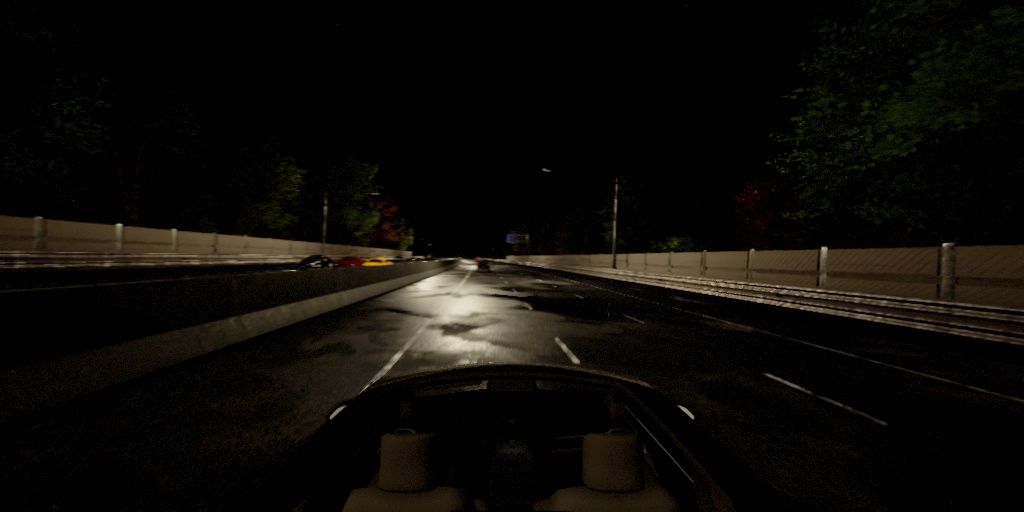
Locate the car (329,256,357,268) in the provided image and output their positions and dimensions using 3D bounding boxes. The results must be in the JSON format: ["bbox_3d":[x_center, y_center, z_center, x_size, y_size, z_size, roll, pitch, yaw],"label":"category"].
[{"bbox_3d":[-17.009,0.783,37.928,1.882,1.535,5.008,2,0,-5],"label":"car"}]

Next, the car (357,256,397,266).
[{"bbox_3d":[-13.304,0.921,35.555,1.882,1.535,5.008,2,0,-5],"label":"car"}]

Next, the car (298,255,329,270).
[{"bbox_3d":[-20.492,0.661,37.631,1.837,1.490,4.892,2,0,-5],"label":"car"}]

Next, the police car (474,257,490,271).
[{"bbox_3d":[-4.261,1.394,53.050,1.930,1.638,5.238,2,-2,-5],"label":"police car"}]
